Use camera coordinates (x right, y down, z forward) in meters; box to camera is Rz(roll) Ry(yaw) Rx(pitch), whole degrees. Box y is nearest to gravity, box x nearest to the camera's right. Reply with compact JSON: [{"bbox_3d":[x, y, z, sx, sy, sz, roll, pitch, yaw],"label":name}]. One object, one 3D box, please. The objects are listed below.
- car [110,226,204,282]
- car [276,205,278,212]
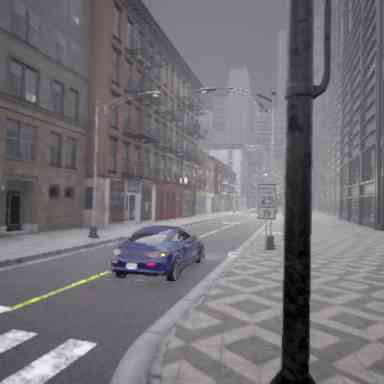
[{"bbox_3d":[-0.923,1.825,10.786,1.812,1.442,4.674,1,-2,16],"label":"car"},{"bbox_3d":[21.572,4.609,88.804,1.994,1.385,4.181,1,-2,16],"label":"car"}]
